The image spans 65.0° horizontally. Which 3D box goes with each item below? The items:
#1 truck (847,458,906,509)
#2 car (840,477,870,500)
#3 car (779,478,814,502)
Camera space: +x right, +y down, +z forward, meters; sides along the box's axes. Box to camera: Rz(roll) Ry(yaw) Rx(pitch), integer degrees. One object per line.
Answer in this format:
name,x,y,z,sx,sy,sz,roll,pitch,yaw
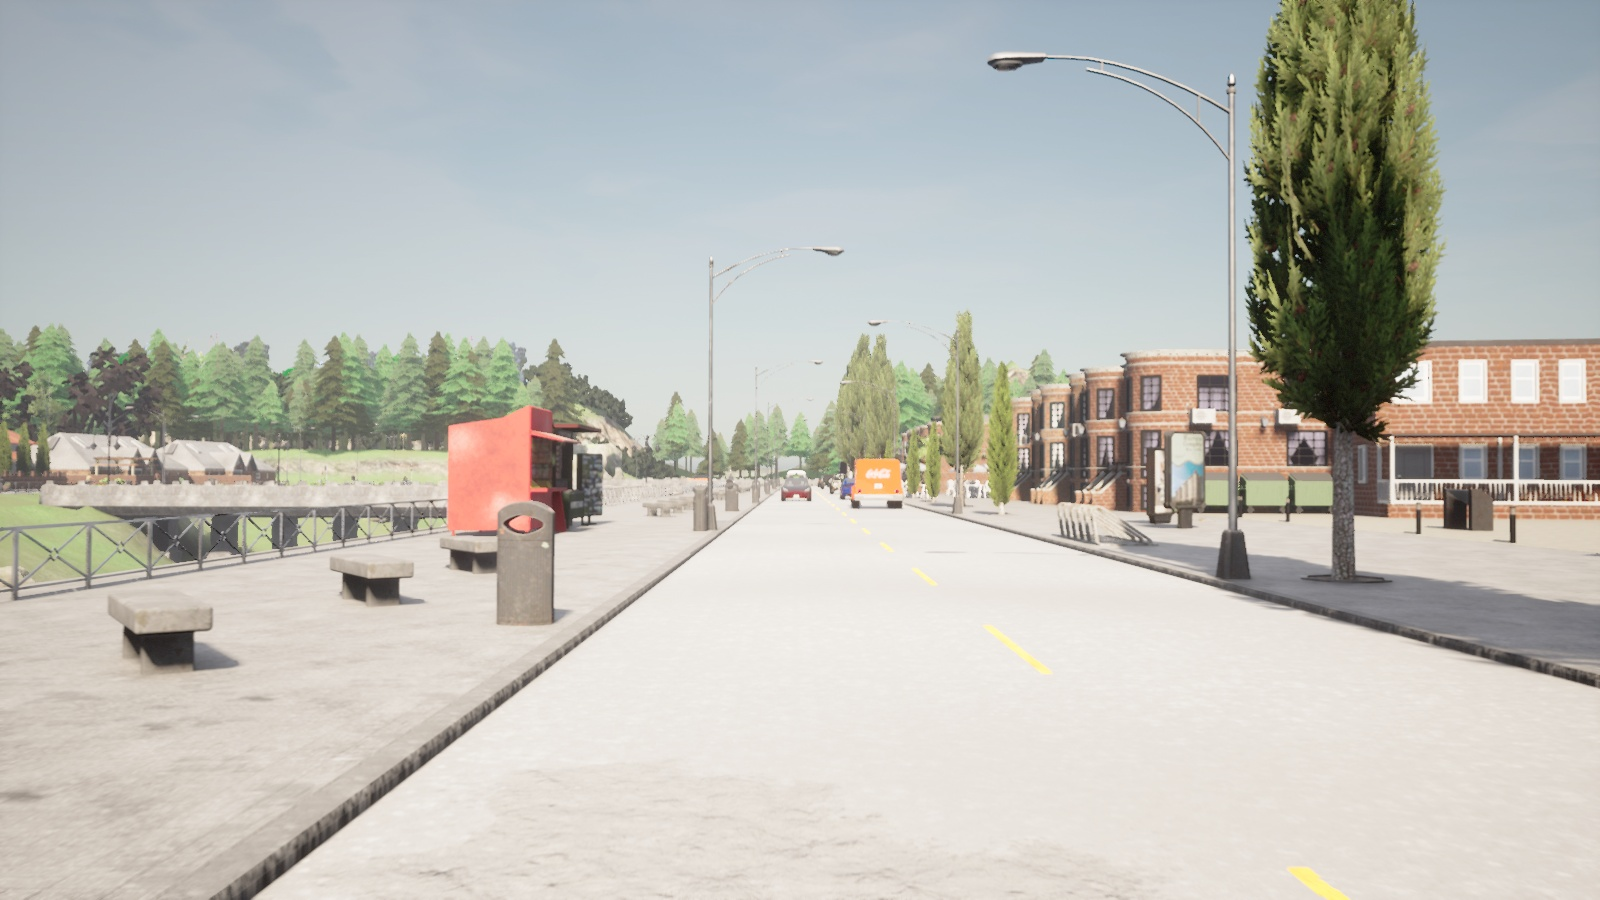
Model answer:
truck,3.828,1.692,63.877,2.627,2.467,5.204,0,-1,0
car,3.769,2.652,86.957,1.882,1.535,5.008,0,-1,0
car,-0.214,2.557,80.779,2.163,1.488,4.792,0,-1,0
